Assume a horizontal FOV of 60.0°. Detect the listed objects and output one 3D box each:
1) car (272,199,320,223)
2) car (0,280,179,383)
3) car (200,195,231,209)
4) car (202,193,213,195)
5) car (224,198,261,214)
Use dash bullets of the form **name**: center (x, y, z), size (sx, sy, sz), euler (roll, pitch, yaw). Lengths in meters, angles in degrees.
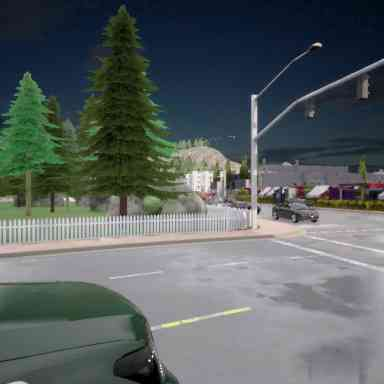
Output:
- **car**: center (8.071, 1.560, 26.343), size (1.837, 1.490, 4.892), euler (0, 0, -14)
- **car**: center (-2.744, 1.221, 1.679), size (5.566, 2.045, 2.150), euler (0, 0, -36)
- **car**: center (2.868, 1.547, 44.236), size (2.128, 1.511, 4.902), euler (0, 0, -16)
- **car**: center (2.985, 1.277, 69.612), size (2.150, 2.045, 5.566), euler (0, 0, -16)
- **car**: center (5.483, 1.656, 35.250), size (1.895, 1.301, 4.718), euler (0, 0, -16)
